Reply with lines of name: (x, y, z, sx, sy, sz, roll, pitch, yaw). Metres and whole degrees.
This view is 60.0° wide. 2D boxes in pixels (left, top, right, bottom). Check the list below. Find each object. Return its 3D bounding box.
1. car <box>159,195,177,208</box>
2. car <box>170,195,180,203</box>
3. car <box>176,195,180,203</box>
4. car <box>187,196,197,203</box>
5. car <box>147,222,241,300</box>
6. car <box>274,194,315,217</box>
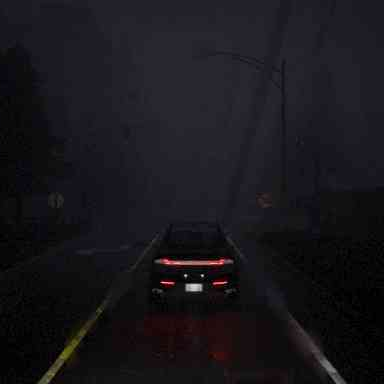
car: (-3.584, 1.547, 47.364, 2.033, 1.411, 5.357, 0, 0, 0)
car: (-3.489, 1.496, 70.353, 1.837, 1.490, 4.892, 0, 0, 0)
car: (-3.567, 1.478, 57.703, 1.882, 1.535, 5.008, 0, 0, 0)
car: (0.011, 1.491, 69.592, 2.128, 1.511, 4.902, 0, 0, 0)
car: (0.055, 1.492, 8.361, 2.128, 1.511, 4.902, 0, 0, 0)
car: (10.335, 1.207, 30.209, 5.566, 2.045, 2.150, 0, 0, -1)
